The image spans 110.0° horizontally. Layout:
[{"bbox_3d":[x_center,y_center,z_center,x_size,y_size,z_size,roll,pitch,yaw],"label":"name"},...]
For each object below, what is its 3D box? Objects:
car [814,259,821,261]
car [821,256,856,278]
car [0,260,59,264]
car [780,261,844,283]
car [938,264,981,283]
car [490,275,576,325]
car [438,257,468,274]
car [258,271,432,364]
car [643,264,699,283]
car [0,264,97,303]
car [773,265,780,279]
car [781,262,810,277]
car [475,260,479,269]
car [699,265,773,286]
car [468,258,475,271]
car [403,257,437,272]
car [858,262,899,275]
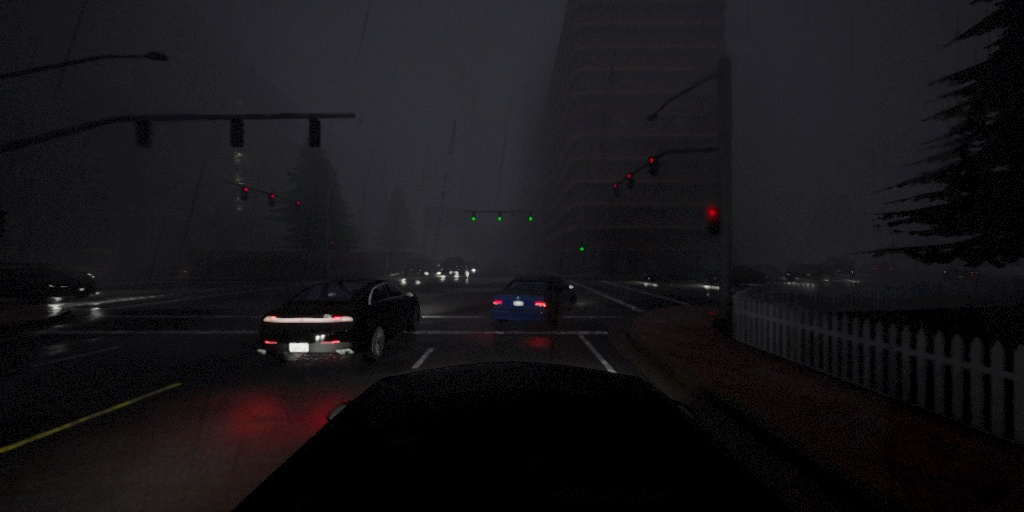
[{"bbox_3d":[38.515,1.342,43.697,1.882,1.535,5.008,0,0,29],"label":"car"},{"bbox_3d":[32.315,1.052,35.393,2.150,2.045,5.566,0,0,43],"label":"car"},{"bbox_3d":[-25.747,1.116,19.549,4.553,1.767,2.097,0,0,0],"label":"car"},{"bbox_3d":[24.332,1.353,29.056,5.357,1.411,2.033,0,0,-31],"label":"car"},{"bbox_3d":[34.434,1.325,27.595,4.674,1.442,1.812,0,0,-40],"label":"car"},{"bbox_3d":[0.917,1.331,12.128,2.033,1.411,5.357,0,0,17],"label":"car"},{"bbox_3d":[-7.111,1.139,43.900,2.150,2.045,5.566,0,0,0],"label":"car"},{"bbox_3d":[-3.459,1.267,8.175,2.128,1.511,4.902,0,0,-1],"label":"car"},{"bbox_3d":[13.120,1.348,28.192,5.357,1.411,2.033,0,0,-13],"label":"car"},{"bbox_3d":[-21.736,1.255,16.077,4.892,1.490,1.837,0,0,-1],"label":"car"},{"bbox_3d":[22.016,1.417,31.766,4.718,1.301,1.895,0,0,-31],"label":"car"},{"bbox_3d":[30.408,1.390,38.341,2.033,1.411,5.357,0,0,43],"label":"car"},{"bbox_3d":[-7.023,1.489,63.873,2.128,1.511,4.902,0,0,1],"label":"car"},{"bbox_3d":[15.856,1.354,25.370,4.181,1.385,1.994,0,0,-20],"label":"car"},{"bbox_3d":[-7.089,1.461,53.710,1.837,1.490,4.892,0,0,0],"label":"car"},{"bbox_3d":[-10.579,1.126,40.737,2.150,2.045,5.566,0,0,2],"label":"car"},{"bbox_3d":[40.925,1.399,40.397,2.033,1.411,5.357,0,0,31],"label":"car"}]
